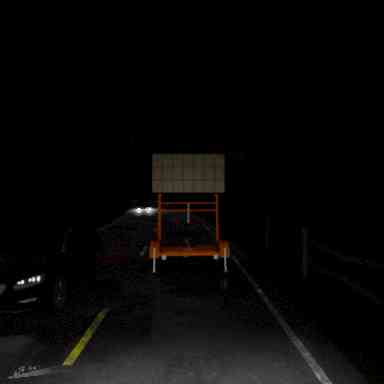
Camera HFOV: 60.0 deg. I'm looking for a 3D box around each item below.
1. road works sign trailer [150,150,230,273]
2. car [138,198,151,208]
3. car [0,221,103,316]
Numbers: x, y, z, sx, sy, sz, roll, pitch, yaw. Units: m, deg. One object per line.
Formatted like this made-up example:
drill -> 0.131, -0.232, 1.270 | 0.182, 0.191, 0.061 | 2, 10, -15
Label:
road works sign trailer -> -0.118, 0.464, 10.685 | 2.380, 3.560, 2.880 | 0, 0, -3
car -> -7.099, 1.598, 49.169 | 1.895, 1.301, 4.718 | 0, 0, -9
car -> -3.432, 1.491, 7.748 | 2.128, 1.511, 4.902 | 0, 0, -1
